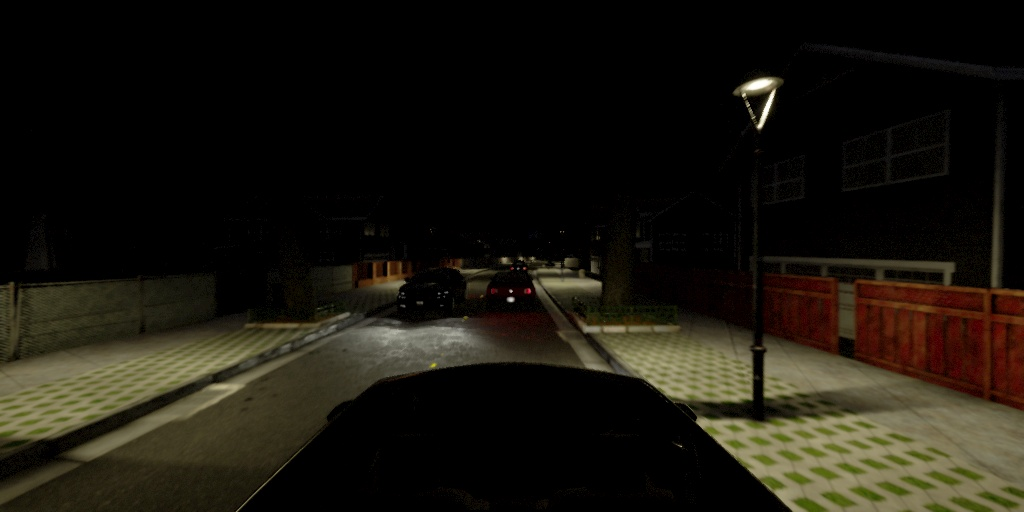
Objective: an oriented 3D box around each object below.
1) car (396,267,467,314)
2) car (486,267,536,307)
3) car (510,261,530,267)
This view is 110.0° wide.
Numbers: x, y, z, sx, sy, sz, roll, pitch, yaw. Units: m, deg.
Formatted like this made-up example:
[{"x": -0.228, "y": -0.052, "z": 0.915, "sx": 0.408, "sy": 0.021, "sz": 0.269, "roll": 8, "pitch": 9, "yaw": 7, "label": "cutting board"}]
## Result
[{"x": -2.903, "y": 1.203, "z": 13.860, "sx": 1.882, "sy": 1.535, "sz": 5.008, "roll": 0, "pitch": 0, "yaw": 0, "label": "car"}, {"x": -0.001, "y": 1.315, "z": 15.379, "sx": 1.895, "sy": 1.301, "sz": 4.718, "roll": 0, "pitch": 0, "yaw": 1, "label": "car"}, {"x": 0.774, "y": 1.228, "z": 36.608, "sx": 2.033, "sy": 1.411, "sz": 5.357, "roll": 0, "pitch": 0, "yaw": 4, "label": "car"}]
